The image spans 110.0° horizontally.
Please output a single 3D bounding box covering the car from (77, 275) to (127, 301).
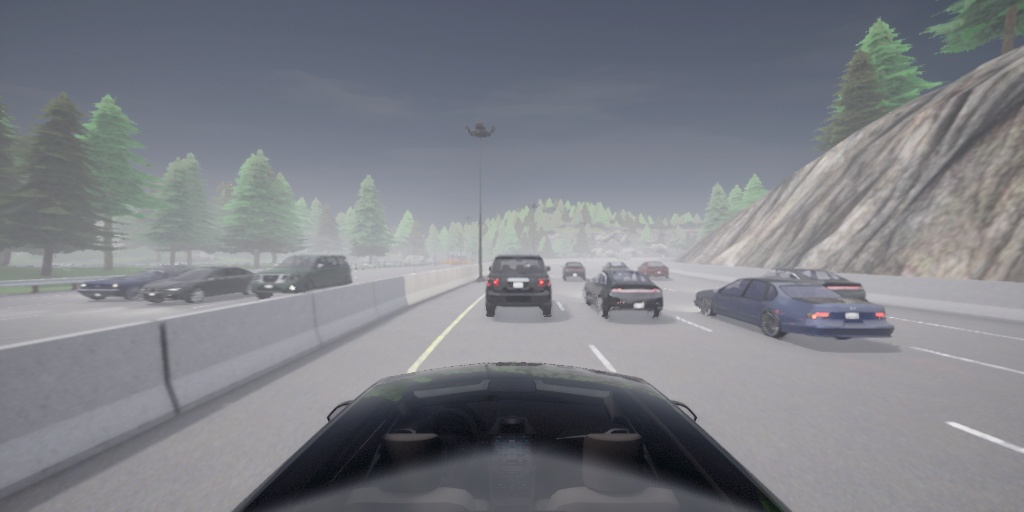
[{"bbox_3d":[-17.220,1.316,17.207,1.895,1.301,4.718,0,0,3],"label":"car"}]

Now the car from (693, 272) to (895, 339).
[{"bbox_3d":[7.178,1.297,10.016,2.033,1.411,5.357,0,0,1],"label":"car"}]

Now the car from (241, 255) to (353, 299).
[{"bbox_3d":[-10.170,0.945,17.979,2.150,2.045,5.566,0,0,4],"label":"car"}]

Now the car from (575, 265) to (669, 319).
[{"bbox_3d":[3.780,1.234,12.864,2.128,1.511,4.902,0,0,2],"label":"car"}]

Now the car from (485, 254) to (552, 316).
[{"bbox_3d":[0.284,0.960,13.398,2.150,2.045,5.566,0,0,2],"label":"car"}]

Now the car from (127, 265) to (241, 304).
[{"bbox_3d":[-13.762,1.225,16.263,1.837,1.490,4.892,0,0,3],"label":"car"}]

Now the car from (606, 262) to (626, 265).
[{"bbox_3d":[8.747,1.222,30.443,2.128,1.511,4.902,0,0,7],"label":"car"}]

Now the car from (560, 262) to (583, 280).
[{"bbox_3d":[5.237,1.231,30.548,1.837,1.490,4.892,0,0,7],"label":"car"}]

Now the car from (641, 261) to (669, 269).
[{"bbox_3d":[12.500,1.210,32.060,1.882,1.535,5.008,0,0,8],"label":"car"}]

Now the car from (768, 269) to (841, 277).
[{"bbox_3d":[10.826,1.241,13.898,2.128,1.511,4.902,0,0,2],"label":"car"}]
